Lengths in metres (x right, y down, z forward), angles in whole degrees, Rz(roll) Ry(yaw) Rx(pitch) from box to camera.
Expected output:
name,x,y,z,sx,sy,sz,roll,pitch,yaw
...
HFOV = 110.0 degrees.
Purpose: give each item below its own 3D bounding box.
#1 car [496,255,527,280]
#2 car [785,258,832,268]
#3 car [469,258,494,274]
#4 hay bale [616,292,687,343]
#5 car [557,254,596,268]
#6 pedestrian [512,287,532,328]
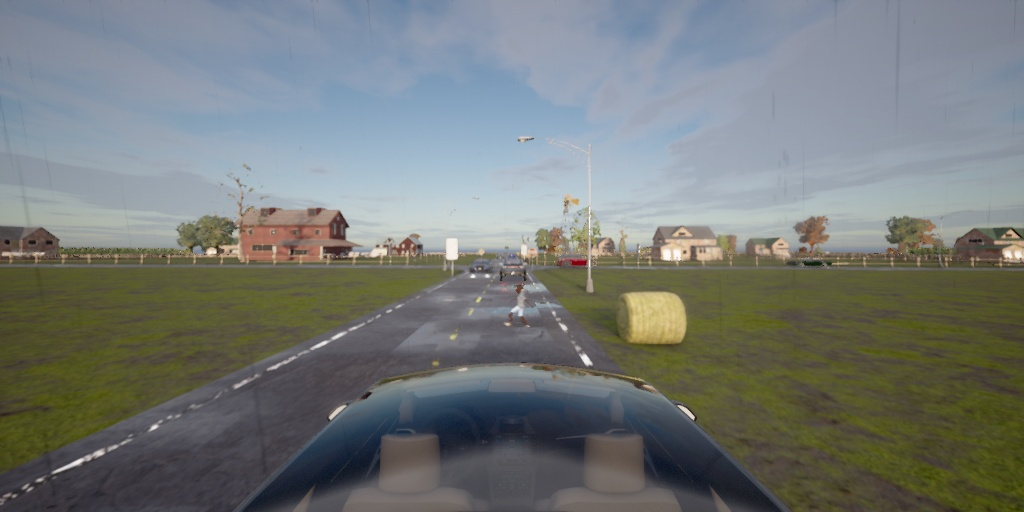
name,x,y,z,sx,sy,sz,roll,pitch,yaw
car,0.081,0.907,26.133,2.128,1.511,4.902,0,1,0
car,38.549,0.879,46.664,4.718,1.301,1.895,0,1,1
car,-2.760,0.882,33.122,1.994,1.385,4.181,0,1,0
hay bale,3.126,1.317,8.201,1.220,1.180,1.240,0,0,0
car,7.899,0.555,43.690,4.553,1.767,2.097,0,1,-13
pedestrian,0.263,0.938,9.464,0.375,1.860,0.375,0,1,4
